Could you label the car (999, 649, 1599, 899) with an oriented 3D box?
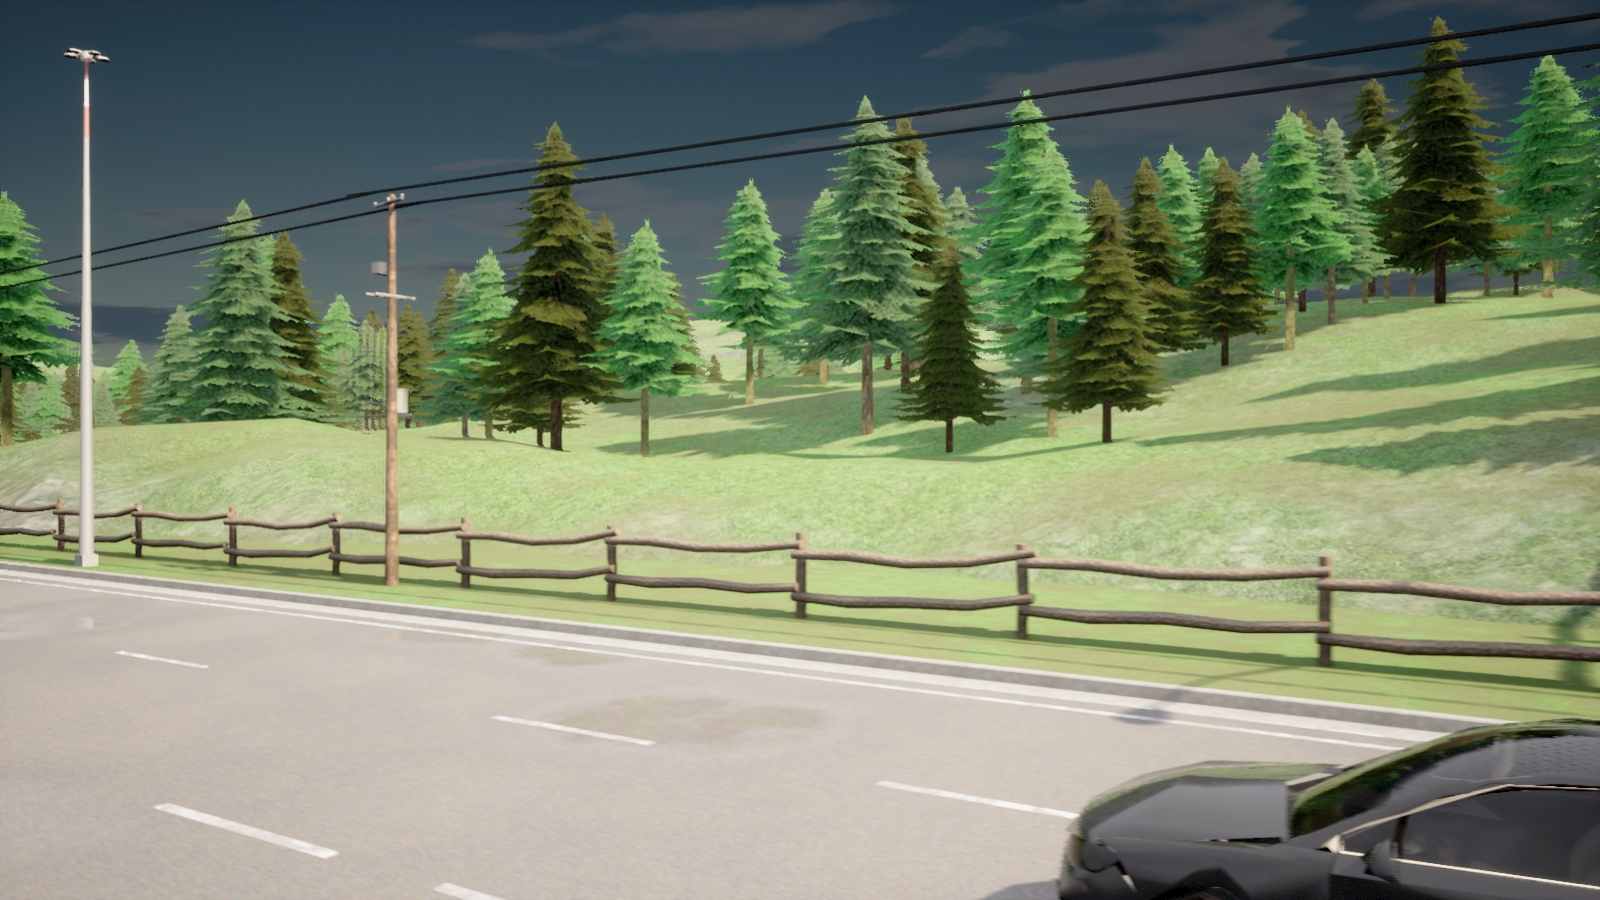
[{"bbox_3d":[3.642,2.059,5.250,4.892,1.480,2.231,0,0,35],"label":"car"}]
